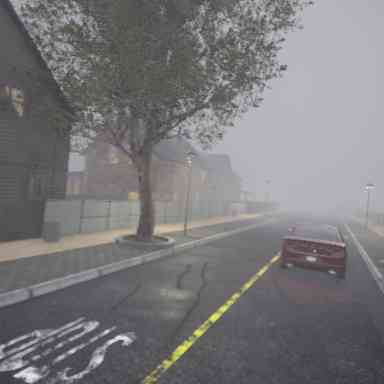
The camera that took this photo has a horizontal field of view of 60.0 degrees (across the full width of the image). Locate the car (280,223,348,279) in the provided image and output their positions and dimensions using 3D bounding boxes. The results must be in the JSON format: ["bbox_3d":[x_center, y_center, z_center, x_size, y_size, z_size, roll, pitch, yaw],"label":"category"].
[{"bbox_3d":[4.359,1.830,11.727,1.882,1.535,5.008,5,0,23],"label":"car"}]
